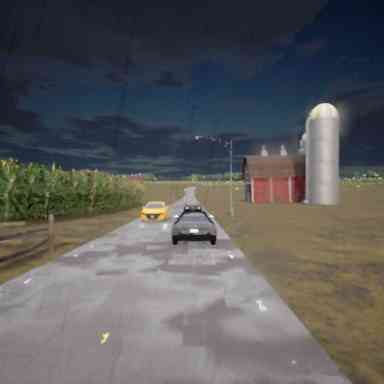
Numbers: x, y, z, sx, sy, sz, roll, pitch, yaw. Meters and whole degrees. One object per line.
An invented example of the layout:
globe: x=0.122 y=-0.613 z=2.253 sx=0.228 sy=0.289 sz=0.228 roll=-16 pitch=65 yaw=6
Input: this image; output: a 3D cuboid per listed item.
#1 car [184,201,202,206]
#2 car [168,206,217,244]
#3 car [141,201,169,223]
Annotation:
car: x=0.094 y=1.666 z=35.784 sx=1.895 sy=1.301 sz=4.718 roll=0 pitch=0 yaw=0
car: x=0.095 y=1.579 z=15.833 sx=1.994 sy=1.385 sz=4.181 roll=0 pitch=0 yaw=0
car: x=-2.846 y=1.514 z=26.483 sx=1.882 sy=1.535 sz=5.008 roll=0 pitch=0 yaw=0
